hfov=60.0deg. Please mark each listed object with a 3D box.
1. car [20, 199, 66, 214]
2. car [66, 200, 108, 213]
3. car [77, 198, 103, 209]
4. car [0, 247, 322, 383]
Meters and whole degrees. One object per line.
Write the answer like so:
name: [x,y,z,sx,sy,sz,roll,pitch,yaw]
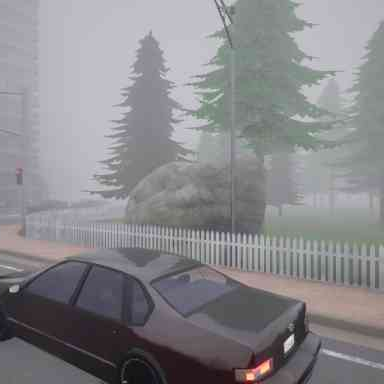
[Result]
car: [-15.301,1.492,34.954,2.033,1.411,5.357,0,0,17]
car: [-11.240,1.508,36.029,1.994,1.385,4.181,0,0,15]
car: [-13.629,1.545,44.611,1.895,1.301,4.718,0,0,3]
car: [-1.081,1.547,4.759,5.357,1.411,2.033,0,0,35]
